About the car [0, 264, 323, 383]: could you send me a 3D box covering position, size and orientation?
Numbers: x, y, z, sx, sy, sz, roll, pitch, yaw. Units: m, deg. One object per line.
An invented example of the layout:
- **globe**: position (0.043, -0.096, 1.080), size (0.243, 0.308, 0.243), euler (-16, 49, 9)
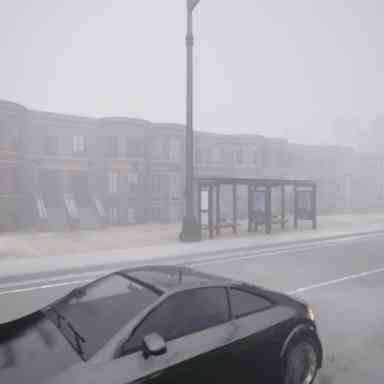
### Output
- **car**: position (-0.493, 1.564, 3.497), size (4.181, 1.385, 1.994), euler (0, 0, -37)
